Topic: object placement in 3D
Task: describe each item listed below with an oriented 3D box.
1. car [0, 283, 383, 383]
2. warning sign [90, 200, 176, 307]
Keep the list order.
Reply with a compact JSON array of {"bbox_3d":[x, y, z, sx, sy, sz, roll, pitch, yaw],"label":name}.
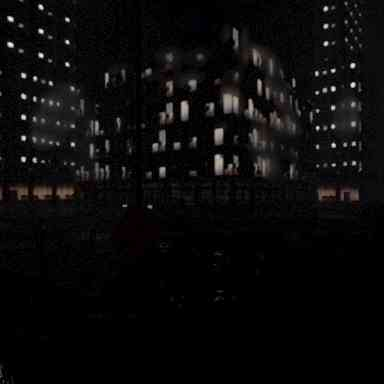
[{"bbox_3d":[-0.215,1.566,3.063,4.313,1.339,1.947,1,-1,37],"label":"car"},{"bbox_3d":[-1.167,1.104,6.719,1.060,1.860,1.300,-1,0,37],"label":"warning sign"}]
